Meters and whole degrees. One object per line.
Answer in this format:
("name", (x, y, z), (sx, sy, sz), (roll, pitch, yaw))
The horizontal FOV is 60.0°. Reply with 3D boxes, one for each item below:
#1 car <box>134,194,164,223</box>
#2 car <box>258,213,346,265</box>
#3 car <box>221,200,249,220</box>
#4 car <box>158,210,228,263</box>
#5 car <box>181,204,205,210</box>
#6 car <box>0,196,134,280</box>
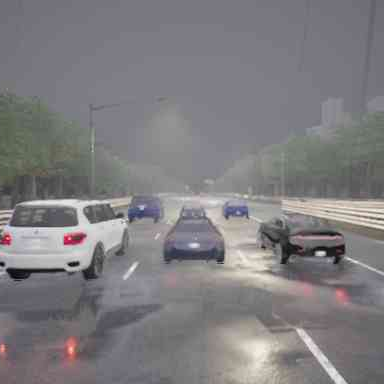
("car", (-3.427, 1.195, 25.604), (2.150, 2.045, 5.566), (0, 1, 0))
("car", (3.574, 1.489, 11.629), (2.128, 1.511, 4.902), (0, 0, 0))
("car", (3.589, 1.437, 28.187), (1.882, 1.535, 5.008), (0, 0, 0))
("car", (0.077, 1.560, 11.912), (1.994, 1.385, 4.181), (0, 0, 0))
("car", (0.072, 1.574, 25.205), (1.895, 1.301, 4.718), (0, 0, 1))
("car", (-3.435, 1.220, 10.057), (2.150, 2.045, 5.566), (0, 0, 0))
